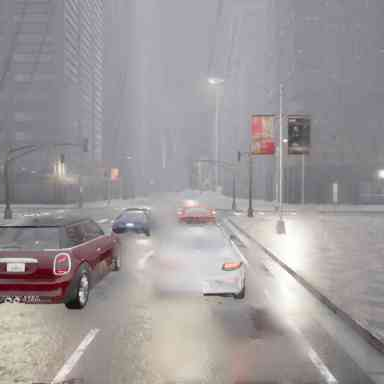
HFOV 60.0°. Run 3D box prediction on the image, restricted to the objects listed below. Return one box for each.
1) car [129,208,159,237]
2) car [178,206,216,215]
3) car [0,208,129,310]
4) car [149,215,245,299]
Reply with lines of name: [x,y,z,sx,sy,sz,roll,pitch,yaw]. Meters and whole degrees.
car: [-2.984,1.556,18.129,1.994,1.385,4.181,0,0,1]
car: [0.263,1.470,17.638,1.882,1.535,5.008,0,0,0]
car: [-3.085,1.350,7.996,2.097,1.767,4.553,0,0,0]
car: [0.182,1.524,8.309,1.812,1.442,4.674,0,0,0]
